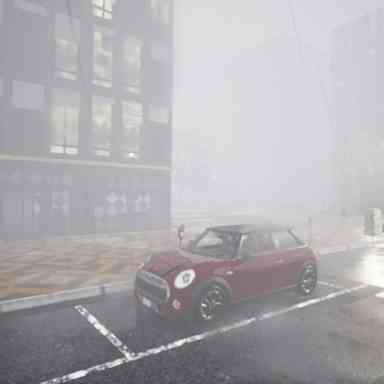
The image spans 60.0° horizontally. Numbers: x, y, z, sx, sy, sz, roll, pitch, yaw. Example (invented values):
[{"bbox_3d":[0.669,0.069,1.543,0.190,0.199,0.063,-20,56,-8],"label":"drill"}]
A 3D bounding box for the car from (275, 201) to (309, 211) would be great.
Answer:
[{"bbox_3d":[14.350,1.935,46.751,1.802,1.307,4.206,1,-1,-35],"label":"car"}]

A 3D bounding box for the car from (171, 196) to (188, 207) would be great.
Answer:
[{"bbox_3d":[-2.322,1.834,55.800,1.887,1.381,4.507,1,-1,-35],"label":"car"}]

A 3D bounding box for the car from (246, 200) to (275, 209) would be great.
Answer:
[{"bbox_3d":[11.074,1.928,51.380,1.887,1.381,4.507,1,-1,-35],"label":"car"}]

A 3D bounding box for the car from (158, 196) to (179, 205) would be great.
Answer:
[{"bbox_3d":[-5.307,1.854,74.524,2.192,1.841,5.009,1,-1,-35],"label":"car"}]

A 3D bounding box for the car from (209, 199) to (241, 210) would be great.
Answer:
[{"bbox_3d":[4.231,1.779,46.543,2.008,1.369,4.403,1,-1,-35],"label":"car"}]

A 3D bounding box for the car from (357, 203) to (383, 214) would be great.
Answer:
[{"bbox_3d":[20.903,1.858,37.496,1.947,1.339,4.313,1,-1,-35],"label":"car"}]

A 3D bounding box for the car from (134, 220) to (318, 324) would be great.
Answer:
[{"bbox_3d":[0.812,1.457,7.127,4.097,1.590,1.967,0,1,-36],"label":"car"}]

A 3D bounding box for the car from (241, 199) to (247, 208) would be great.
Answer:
[{"bbox_3d":[7.798,1.854,56.010,1.967,1.590,4.097,1,-1,-35],"label":"car"}]
